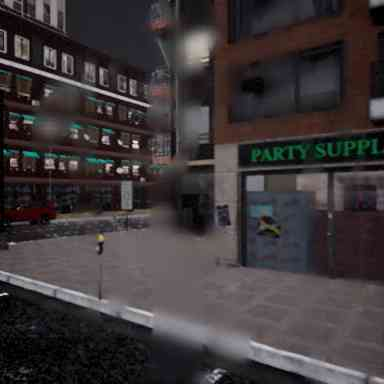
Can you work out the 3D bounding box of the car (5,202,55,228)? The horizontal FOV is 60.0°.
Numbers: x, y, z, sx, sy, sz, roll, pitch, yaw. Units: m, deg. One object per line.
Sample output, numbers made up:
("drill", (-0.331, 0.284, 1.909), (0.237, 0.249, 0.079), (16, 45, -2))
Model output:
("car", (-12.975, 1.650, 25.377), (2.192, 1.841, 5.009), (-2, -2, 35))
